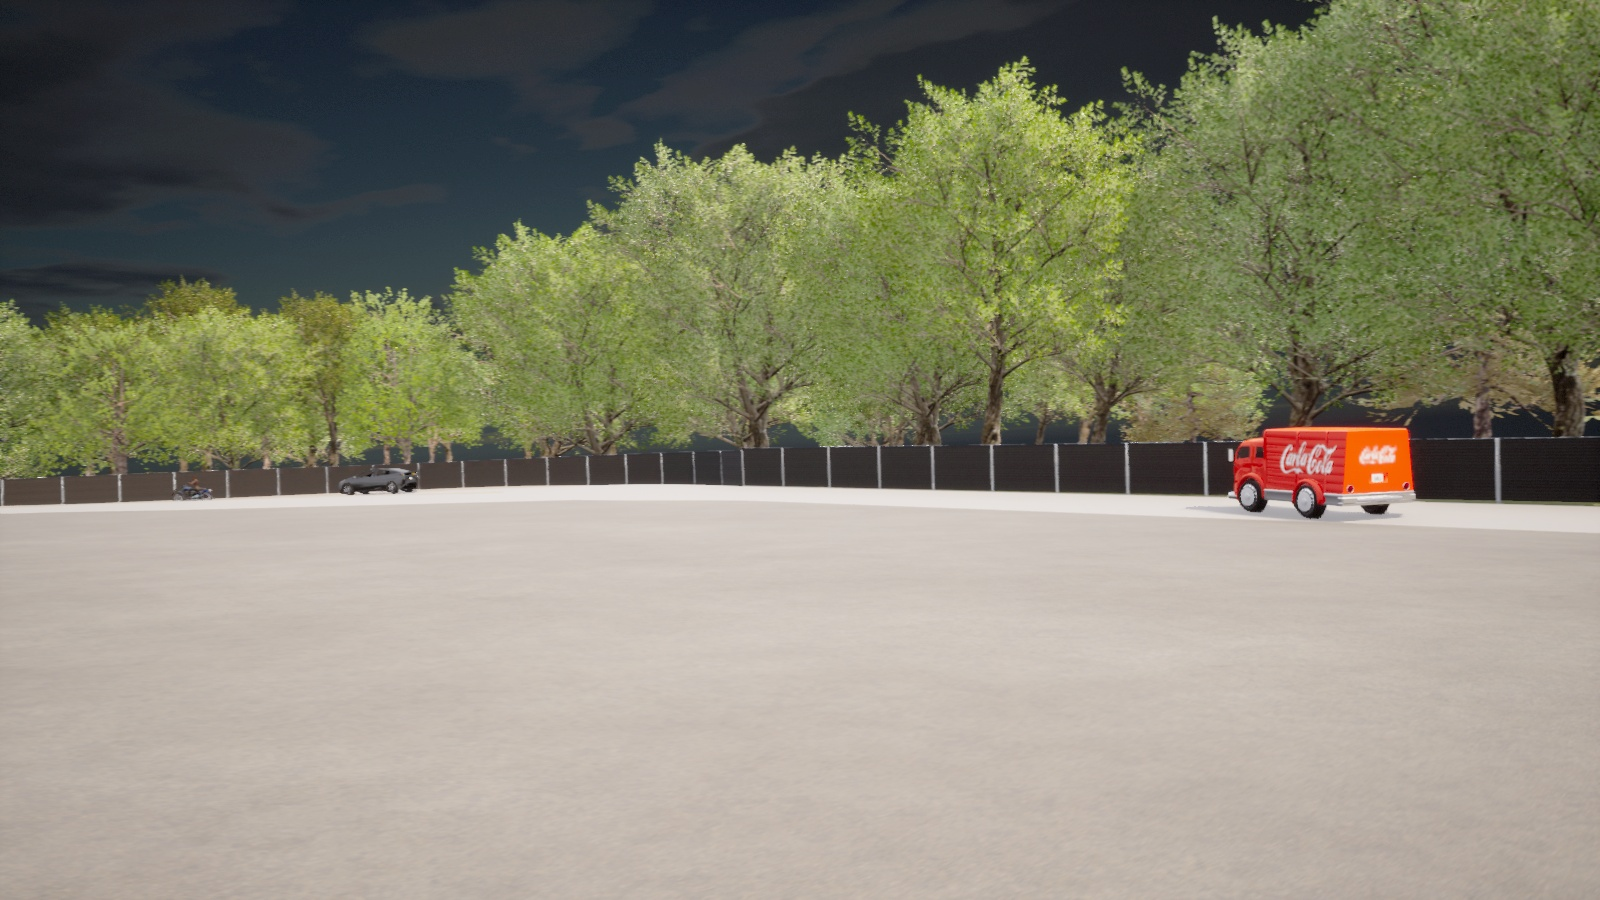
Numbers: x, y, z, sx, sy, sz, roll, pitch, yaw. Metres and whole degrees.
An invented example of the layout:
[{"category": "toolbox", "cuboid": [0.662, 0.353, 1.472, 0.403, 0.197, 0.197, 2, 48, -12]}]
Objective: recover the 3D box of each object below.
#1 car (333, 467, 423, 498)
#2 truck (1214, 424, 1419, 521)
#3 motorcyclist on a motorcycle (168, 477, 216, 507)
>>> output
[{"category": "car", "cuboid": [-24.654, 1.909, 73.432, 4.514, 1.525, 2.007, -3, 0, 13]}, {"category": "truck", "cuboid": [14.561, 0.535, 35.814, 2.627, 2.467, 5.204, -2, 2, -17]}, {"category": "motorcyclist on a motorcycle", "cuboid": [-36.163, 2.502, 74.677, 2.350, 1.649, 0.766, -3, 0, -4]}]
